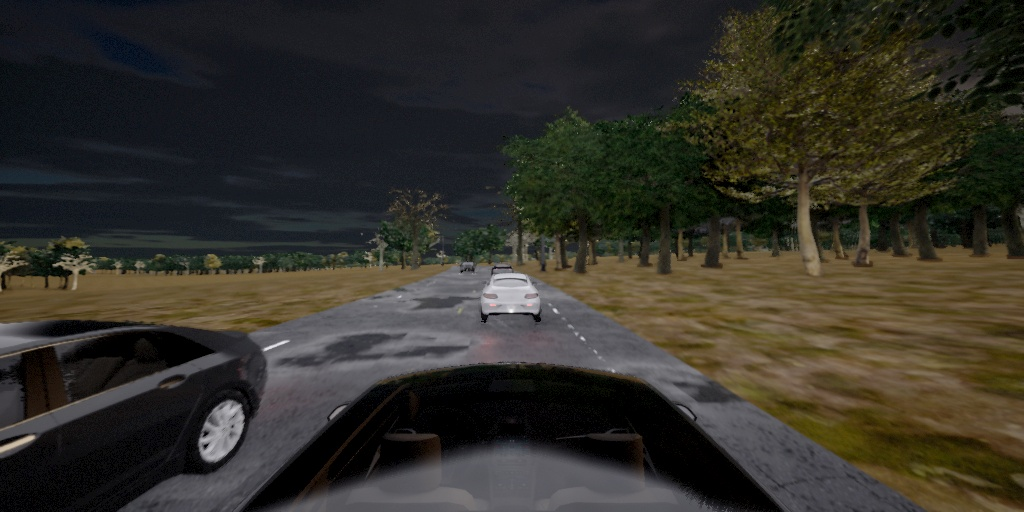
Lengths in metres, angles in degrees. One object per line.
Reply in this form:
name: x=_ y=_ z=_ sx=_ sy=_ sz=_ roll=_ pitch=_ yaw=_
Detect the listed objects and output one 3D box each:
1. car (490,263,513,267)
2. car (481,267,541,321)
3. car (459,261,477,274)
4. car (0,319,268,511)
car: x=-0.866 y=1.302 z=30.967 sx=2.128 sy=1.511 sz=4.902 roll=0 pitch=0 yaw=-3
car: x=-0.081 y=1.286 z=12.354 sx=1.812 sy=1.442 sz=4.674 roll=0 pitch=0 yaw=-2
car: x=-5.509 y=1.416 z=44.890 sx=1.837 sy=1.490 sz=4.892 roll=0 pitch=0 yaw=-5
car: x=-3.629 y=1.258 z=2.003 sx=1.837 sy=1.490 sz=4.892 roll=0 pitch=0 yaw=0
